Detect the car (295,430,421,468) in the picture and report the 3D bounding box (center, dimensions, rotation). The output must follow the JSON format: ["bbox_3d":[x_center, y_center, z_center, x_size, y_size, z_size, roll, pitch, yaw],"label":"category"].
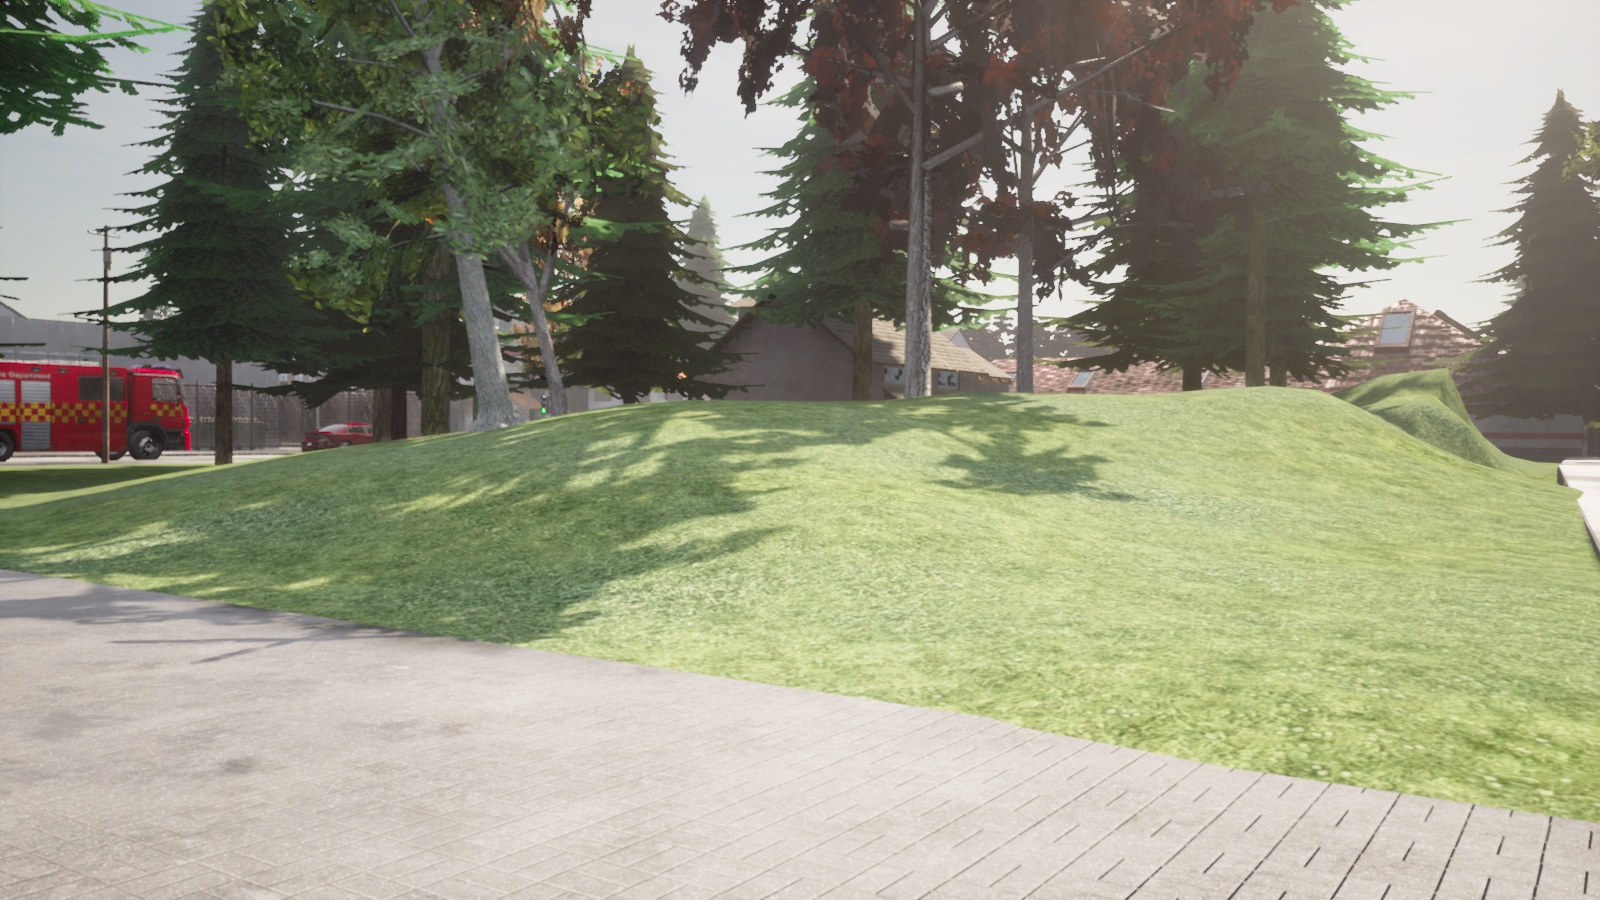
[{"bbox_3d":[-18.916,-0.079,53.994,1.882,1.535,5.008,0,1,33],"label":"car"}]

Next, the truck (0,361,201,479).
[{"bbox_3d":[-25.731,-1.019,43.717,2.891,3.827,8.468,0,1,34],"label":"truck"}]
